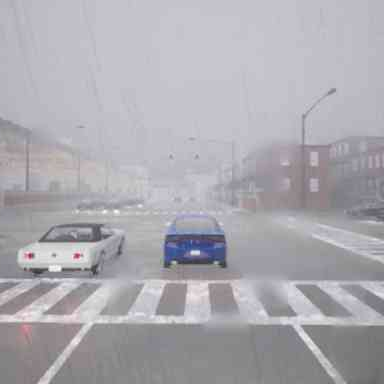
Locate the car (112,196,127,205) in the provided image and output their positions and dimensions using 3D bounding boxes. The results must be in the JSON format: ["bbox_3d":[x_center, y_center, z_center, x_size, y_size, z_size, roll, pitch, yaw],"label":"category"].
[{"bbox_3d":[-14.003,1.631,64.664,1.837,1.490,4.892,0,0,0],"label":"car"}]

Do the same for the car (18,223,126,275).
[{"bbox_3d":[-3.404,1.622,10.509,1.895,1.301,4.718,0,0,0],"label":"car"}]

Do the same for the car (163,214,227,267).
[{"bbox_3d":[0.097,1.500,11.563,1.882,1.535,5.008,0,0,0],"label":"car"}]

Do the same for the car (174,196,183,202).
[{"bbox_3d":[-3.503,1.664,83.694,1.837,1.490,4.892,0,0,0],"label":"car"}]

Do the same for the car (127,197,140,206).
[{"bbox_3d":[-10.521,1.672,55.299,1.994,1.385,4.181,0,0,1],"label":"car"}]

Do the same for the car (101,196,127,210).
[{"bbox_3d":[-10.586,1.615,45.599,1.812,1.442,4.674,0,0,-1],"label":"car"}]

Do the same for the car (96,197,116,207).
[{"bbox_3d":[-14.032,1.612,54.593,1.837,1.490,4.892,0,0,1],"label":"car"}]

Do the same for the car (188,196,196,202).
[{"bbox_3d":[-0.003,1.704,83.743,2.033,1.411,5.357,0,0,0],"label":"car"}]

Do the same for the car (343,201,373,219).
[{"bbox_3d":[15.711,1.548,28.857,4.902,1.511,2.128,0,0,0],"label":"car"}]

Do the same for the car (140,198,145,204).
[{"bbox_3d":[-10.503,1.729,65.483,1.895,1.301,4.718,0,0,0],"label":"car"}]

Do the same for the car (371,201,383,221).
[{"bbox_3d":[16.459,1.614,25.354,4.181,1.385,1.994,0,0,0],"label":"car"}]

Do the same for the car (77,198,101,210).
[{"bbox_3d":[-14.087,1.615,45.397,1.812,1.442,4.674,0,0,0],"label":"car"}]
